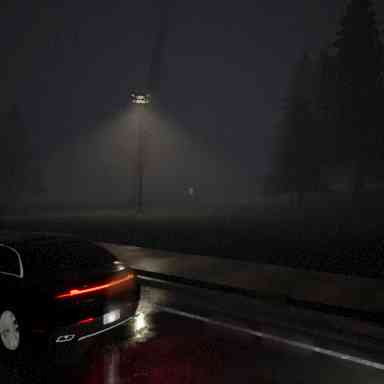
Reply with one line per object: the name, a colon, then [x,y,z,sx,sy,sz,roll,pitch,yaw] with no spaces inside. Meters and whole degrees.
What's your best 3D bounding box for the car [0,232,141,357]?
car: [-3.098,1.505,6.080,4.892,1.490,1.837,0,0,36]
